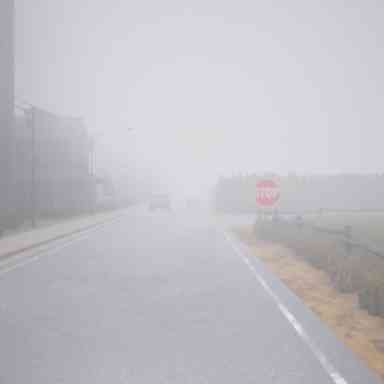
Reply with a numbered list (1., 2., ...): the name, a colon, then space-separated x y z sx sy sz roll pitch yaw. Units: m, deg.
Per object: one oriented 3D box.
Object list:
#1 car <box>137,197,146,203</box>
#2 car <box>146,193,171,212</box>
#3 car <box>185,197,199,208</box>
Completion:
1. car: -7.924 1.352 61.514 4.674 1.442 1.812 0 -1 8
2. car: -3.573 1.126 38.345 2.150 2.045 5.566 0 0 0
3. car: 0.038 1.414 44.942 1.812 1.442 4.674 0 0 1
